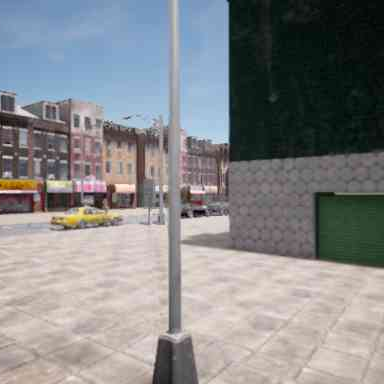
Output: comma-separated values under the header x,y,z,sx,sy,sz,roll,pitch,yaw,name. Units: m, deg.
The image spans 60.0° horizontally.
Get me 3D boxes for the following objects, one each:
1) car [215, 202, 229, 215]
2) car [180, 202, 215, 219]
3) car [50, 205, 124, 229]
x,y,z,sx,sy,sz,roll,pitch,yaw,name
3.154,1.691,34.905,2.008,1.369,4.403,-1,-1,35,car
-0.108,1.663,30.322,1.947,1.339,4.313,-1,-1,35,car
-6.534,1.546,21.294,1.752,1.417,4.829,-1,-1,35,car
